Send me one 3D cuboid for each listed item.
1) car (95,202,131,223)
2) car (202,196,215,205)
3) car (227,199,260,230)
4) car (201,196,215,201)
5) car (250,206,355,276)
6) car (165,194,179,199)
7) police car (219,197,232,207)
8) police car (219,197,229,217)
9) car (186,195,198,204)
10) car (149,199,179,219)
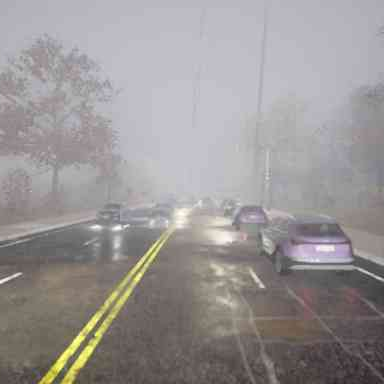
[{"bbox_3d":[-6.065,1.579,26.124,1.837,1.490,4.892,0,0,2],"label":"car"},{"bbox_3d":[2.952,1.615,64.095,1.882,1.535,5.008,0,0,6],"label":"car"},{"bbox_3d":[3.599,1.497,21.423,2.033,1.649,4.856,0,0,2],"label":"car"},{"bbox_3d":[4.109,1.669,84.102,1.895,1.301,4.718,0,0,-19],"label":"car"},{"bbox_3d":[3.337,1.467,10.502,2.033,1.649,4.856,0,0,1],"label":"car"},{"bbox_3d":[-3.756,1.352,61.899,2.150,2.045,5.566,0,1,5],"label":"car"},{"bbox_3d":[5.397,1.632,54.145,2.038,1.542,4.974,0,0,4],"label":"police car"},{"bbox_3d":[4.029,1.598,32.339,2.038,1.542,4.974,0,0,3],"label":"police car"},{"bbox_3d":[0.016,1.496,67.236,2.097,1.767,4.553,0,0,5],"label":"car"},{"bbox_3d":[-2.651,1.632,30.313,2.033,1.411,5.357,0,0,3],"label":"car"}]
